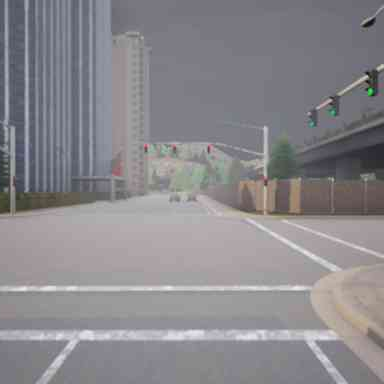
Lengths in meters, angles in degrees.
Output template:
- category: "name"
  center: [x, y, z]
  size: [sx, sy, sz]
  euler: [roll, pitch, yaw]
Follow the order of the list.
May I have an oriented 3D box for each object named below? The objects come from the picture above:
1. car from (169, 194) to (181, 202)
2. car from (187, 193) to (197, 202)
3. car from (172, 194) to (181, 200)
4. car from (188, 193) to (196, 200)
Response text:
- category: "car"
  center: [-3.494, 1.217, 65.881]
  size: [2.033, 1.411, 5.357]
  euler: [0, 0, 0]
- category: "car"
  center: [0.006, 1.217, 65.880]
  size: [2.033, 1.411, 5.357]
  euler: [0, 0, 0]
- category: "car"
  center: [-3.493, 1.074, 76.312]
  size: [1.895, 1.301, 4.718]
  euler: [0, 0, 0]
- category: "car"
  center: [0.007, 1.003, 76.281]
  size: [1.812, 1.442, 4.674]
  euler: [0, 0, 0]
